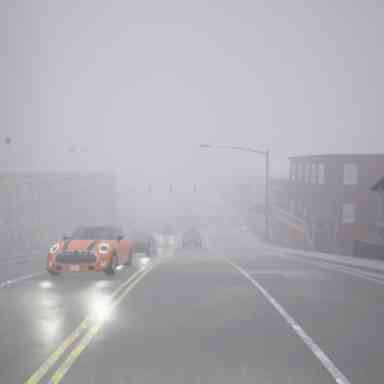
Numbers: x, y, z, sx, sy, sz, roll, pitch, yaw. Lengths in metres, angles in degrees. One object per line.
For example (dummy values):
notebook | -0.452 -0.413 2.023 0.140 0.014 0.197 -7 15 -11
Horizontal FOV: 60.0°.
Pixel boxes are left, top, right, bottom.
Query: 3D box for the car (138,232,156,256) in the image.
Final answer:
car | -3.576 3.481 22.780 1.882 1.535 5.008 0 -8 0

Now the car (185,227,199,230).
car | 0.023 5.195 43.029 1.994 1.385 4.181 0 0 0

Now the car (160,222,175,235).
car | -3.476 5.146 47.294 1.837 1.490 4.892 0 2 0

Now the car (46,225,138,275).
car | -3.587 2.022 12.477 2.097 1.767 4.553 0 -7 0

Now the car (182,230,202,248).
car | 0.019 4.789 33.054 1.895 1.301 4.718 0 -5 0
